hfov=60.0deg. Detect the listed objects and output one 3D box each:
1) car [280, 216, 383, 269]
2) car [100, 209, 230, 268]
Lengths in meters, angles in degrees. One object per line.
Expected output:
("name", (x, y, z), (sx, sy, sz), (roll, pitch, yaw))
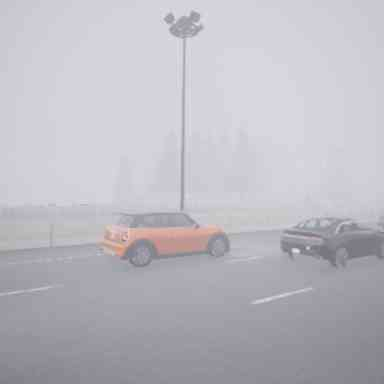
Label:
("car", (5.208, 1.653, 11.778), (4.902, 1.511, 2.128), (1, -1, -36))
("car", (-0.790, 1.440, 11.791), (4.553, 1.767, 2.097), (1, -1, -36))
